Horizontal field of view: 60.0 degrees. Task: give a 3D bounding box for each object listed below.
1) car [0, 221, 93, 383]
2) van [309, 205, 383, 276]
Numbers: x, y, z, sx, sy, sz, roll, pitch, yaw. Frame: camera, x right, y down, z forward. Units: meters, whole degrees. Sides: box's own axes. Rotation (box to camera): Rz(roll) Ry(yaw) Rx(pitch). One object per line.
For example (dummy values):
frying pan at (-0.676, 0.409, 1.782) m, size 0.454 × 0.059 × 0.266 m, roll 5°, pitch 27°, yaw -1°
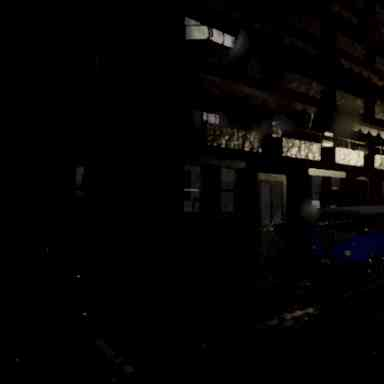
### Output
car at (-3.575, 1.345, 3.441) m, size 5.009 × 1.841 × 2.192 m, roll 0°, pitch 1°, yaw -37°
van at (5.247, 1.325, 10.110) m, size 3.998 × 1.788 × 1.690 m, roll 0°, pitch 1°, yaw -37°
